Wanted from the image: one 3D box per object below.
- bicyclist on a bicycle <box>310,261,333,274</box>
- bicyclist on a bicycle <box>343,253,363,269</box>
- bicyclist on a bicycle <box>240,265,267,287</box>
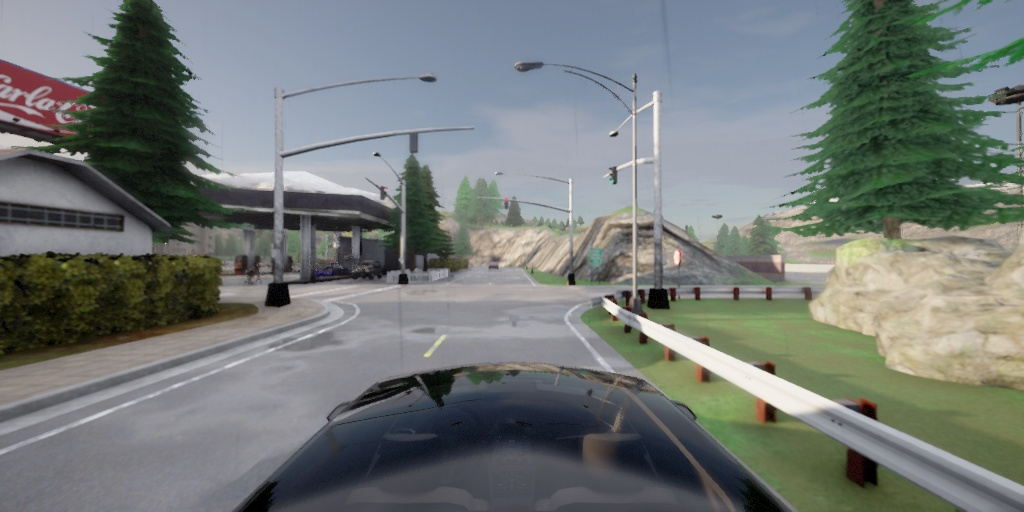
[{"bbox_3d":[-14.777,0.842,28.017,1.656,0.582,1.620,26,13,-24],"label":"bicyclist on a bicycle"},{"bbox_3d":[-11.124,0.242,25.034,1.620,0.582,1.656,24,-29,26],"label":"bicyclist on a bicycle"},{"bbox_3d":[-18.534,1.437,25.741,1.656,1.620,0.582,3,1,-15],"label":"bicyclist on a bicycle"}]
